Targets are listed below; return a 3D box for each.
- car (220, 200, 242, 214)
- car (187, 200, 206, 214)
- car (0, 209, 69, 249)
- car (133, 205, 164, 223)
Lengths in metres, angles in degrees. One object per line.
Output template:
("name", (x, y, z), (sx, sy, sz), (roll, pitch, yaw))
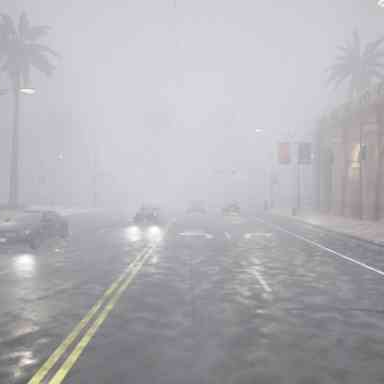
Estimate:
("car", (3.970, 1.526, 34.847), (1.812, 1.442, 4.674), (0, 0, 2))
("car", (0.436, 1.547, 34.867), (2.033, 1.411, 5.357), (0, 0, 1))
("car", (-7.007, 1.526, 14.753), (1.812, 1.442, 4.674), (0, 0, 1))
("car", (-3.284, 1.666, 25.625), (1.895, 1.301, 4.718), (0, 0, 1))
